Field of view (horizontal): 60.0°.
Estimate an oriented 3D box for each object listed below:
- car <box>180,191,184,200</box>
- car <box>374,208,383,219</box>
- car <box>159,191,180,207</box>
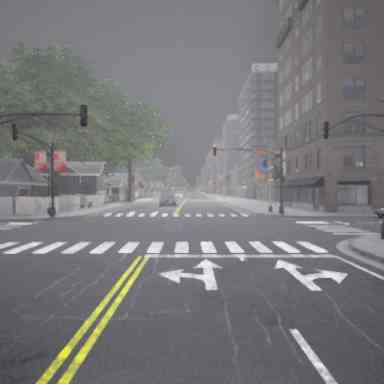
[{"bbox_3d":[-3.240,0.839,82.080,2.150,2.045,5.566,0,0,0],"label":"car"},{"bbox_3d":[16.381,1.450,25.662,4.313,1.339,1.947,0,0,0],"label":"car"},{"bbox_3d":[-3.244,1.102,45.360,2.150,2.045,5.566,0,2,0],"label":"car"}]
